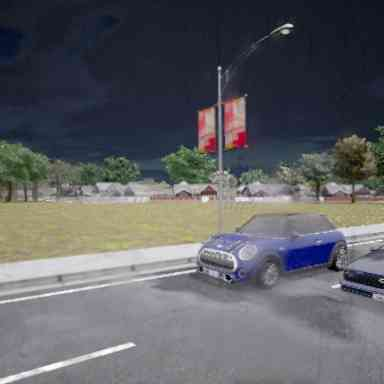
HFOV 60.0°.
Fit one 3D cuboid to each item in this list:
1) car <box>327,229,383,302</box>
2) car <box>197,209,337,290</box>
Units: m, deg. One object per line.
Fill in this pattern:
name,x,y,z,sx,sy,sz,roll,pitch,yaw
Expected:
car,5.681,1.592,7.734,5.357,1.411,2.033,0,0,-35
car,2.348,1.387,9.350,4.553,1.767,2.097,0,0,-35
